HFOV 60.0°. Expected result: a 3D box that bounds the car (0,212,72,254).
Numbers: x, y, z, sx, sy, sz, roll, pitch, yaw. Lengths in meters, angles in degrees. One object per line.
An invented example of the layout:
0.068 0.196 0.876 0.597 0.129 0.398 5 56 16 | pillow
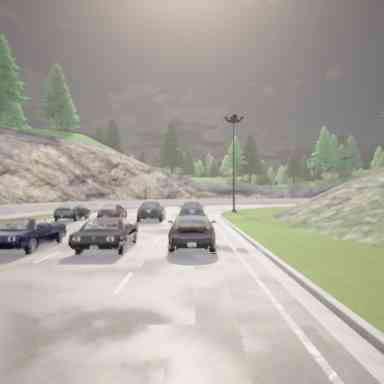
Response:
-6.997 1.730 14.097 1.895 1.301 4.718 0 0 0 | car

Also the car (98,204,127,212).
-6.981 1.794 29.379 1.812 1.442 4.674 0 0 1 | car

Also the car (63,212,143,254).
-3.497 1.730 14.097 1.895 1.301 4.718 0 0 0 | car

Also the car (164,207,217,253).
0.006 1.639 14.291 1.837 1.490 4.892 0 0 0 | car

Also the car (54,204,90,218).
-10.484 1.760 29.283 2.128 1.511 4.902 0 0 0 | car

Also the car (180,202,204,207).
0.011 1.616 29.074 2.097 1.767 4.553 0 -1 0 | car

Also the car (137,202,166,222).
-3.489 1.616 29.072 2.097 1.767 4.553 0 -1 0 | car
